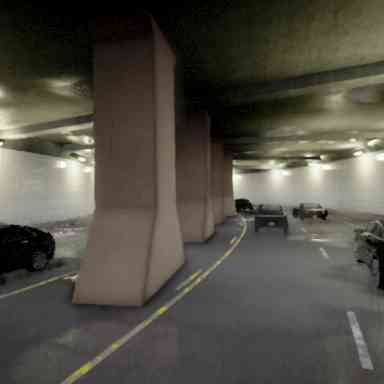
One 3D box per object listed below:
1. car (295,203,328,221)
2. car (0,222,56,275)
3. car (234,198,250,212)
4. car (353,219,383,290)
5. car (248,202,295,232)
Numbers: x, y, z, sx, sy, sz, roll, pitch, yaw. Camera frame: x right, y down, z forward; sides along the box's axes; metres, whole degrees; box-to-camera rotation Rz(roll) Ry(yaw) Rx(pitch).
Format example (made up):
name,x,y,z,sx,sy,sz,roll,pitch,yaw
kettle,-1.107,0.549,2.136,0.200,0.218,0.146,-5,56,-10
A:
name,x,y,z,sx,sy,sz,roll,pitch,yaw
car,9.264,1.529,26.631,1.895,1.301,4.718,-1,0,6
car,-5.760,1.620,8.683,1.837,1.490,4.892,-1,0,19
car,5.875,1.525,40.232,1.837,1.490,4.892,0,0,-6
car,5.466,1.430,8.622,2.128,1.511,4.902,-1,0,18
car,4.677,1.475,20.001,2.128,1.511,4.902,-1,0,11
